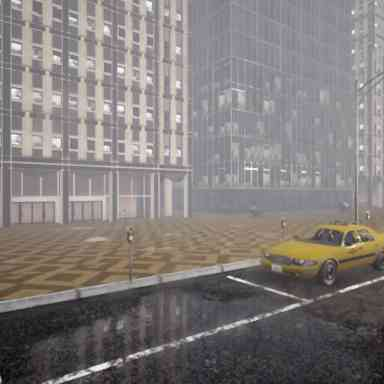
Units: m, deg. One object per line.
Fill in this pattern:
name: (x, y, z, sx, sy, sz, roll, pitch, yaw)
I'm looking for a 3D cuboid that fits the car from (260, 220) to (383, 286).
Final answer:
car: (4.001, 1.522, 9.431, 4.829, 1.417, 1.752, 0, 0, -36)
